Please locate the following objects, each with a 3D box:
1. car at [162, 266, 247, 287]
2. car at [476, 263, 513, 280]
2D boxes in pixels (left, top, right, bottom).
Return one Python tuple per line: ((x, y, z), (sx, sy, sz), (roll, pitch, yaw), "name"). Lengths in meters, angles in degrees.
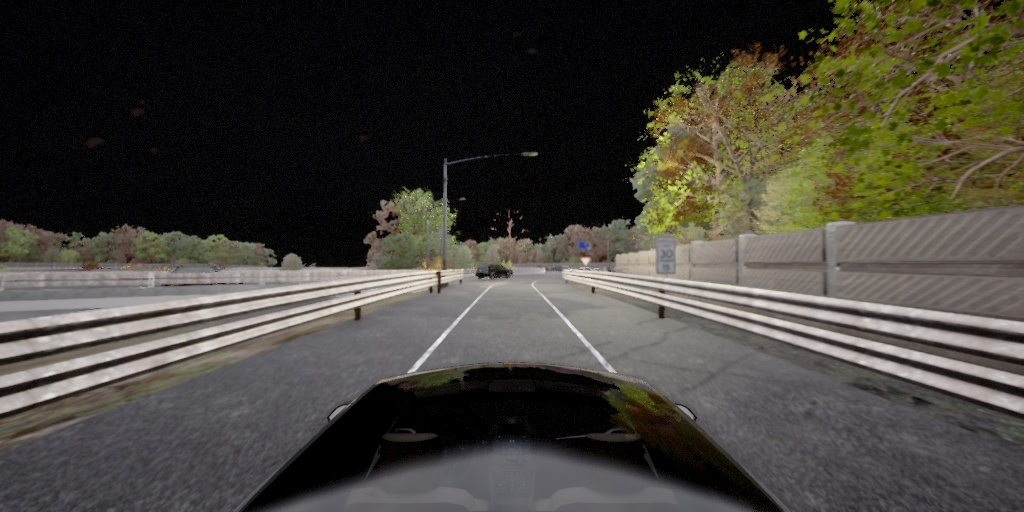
((-21.690, 1.494, 25.539), (4.553, 1.767, 2.097), (1, -2, -40), "car")
((-2.201, 1.964, 45.513), (2.150, 2.045, 5.566), (-1, -2, 37), "car")
